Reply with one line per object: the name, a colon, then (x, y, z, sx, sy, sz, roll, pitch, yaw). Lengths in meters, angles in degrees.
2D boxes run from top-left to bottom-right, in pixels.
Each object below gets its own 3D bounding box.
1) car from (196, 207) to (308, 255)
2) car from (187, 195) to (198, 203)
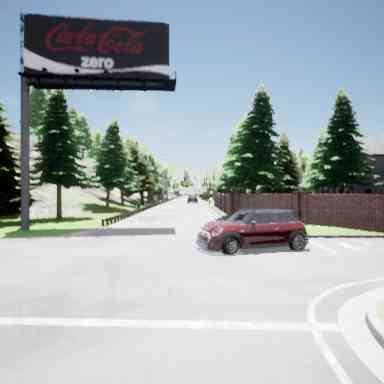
car: (2.479, 1.501, 13.936, 4.553, 1.767, 2.097, 0, 1, -19)
car: (0.137, 1.397, 68.213, 2.097, 1.767, 4.553, 0, 0, 0)
